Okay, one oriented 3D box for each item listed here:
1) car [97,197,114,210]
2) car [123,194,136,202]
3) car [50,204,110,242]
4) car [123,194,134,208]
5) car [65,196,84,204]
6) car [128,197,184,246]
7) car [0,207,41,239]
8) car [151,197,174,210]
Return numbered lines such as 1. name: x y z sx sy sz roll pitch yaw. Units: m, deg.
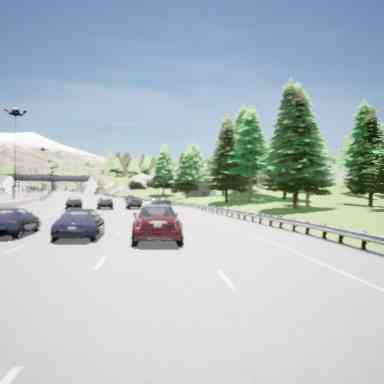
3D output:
1. car: -10.533 1.316 40.483 2.128 1.511 4.902 1 0 -16
2. car: -13.089 1.264 69.241 1.837 1.490 4.892 1 0 -22
3. car: -5.317 1.479 15.928 1.994 1.385 4.181 1 0 -9
4. car: -7.198 1.359 41.546 2.128 1.511 4.902 1 0 -16
5. car: -13.870 1.273 39.396 2.128 1.511 4.902 1 0 -16
6. car: -1.636 1.318 15.178 2.097 1.767 4.553 1 0 -8
7. car: -8.916 1.431 16.310 1.994 1.385 4.181 1 0 -9
8. car: -3.858 1.403 42.590 2.128 1.511 4.902 1 0 -16
